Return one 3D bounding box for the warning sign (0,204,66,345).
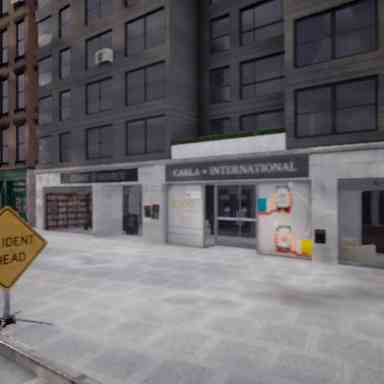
[{"bbox_3d":[-2.825,1.134,5.079,1.060,1.860,1.300,0,0,35],"label":"warning sign"}]
